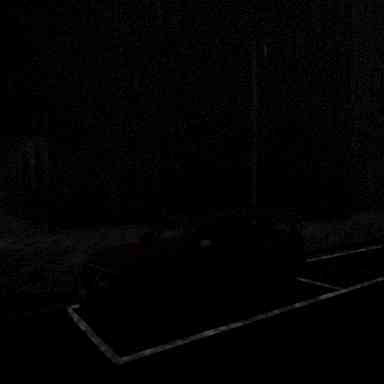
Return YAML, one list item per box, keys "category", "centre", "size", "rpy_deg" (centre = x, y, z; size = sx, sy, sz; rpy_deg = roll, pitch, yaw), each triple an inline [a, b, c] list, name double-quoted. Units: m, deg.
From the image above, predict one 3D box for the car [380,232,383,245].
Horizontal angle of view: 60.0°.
- category: "car"
  centre: [9.308, 1.525, 13.289]
  size: [4.829, 1.417, 1.752]
  rpy_deg: [0, 0, -35]

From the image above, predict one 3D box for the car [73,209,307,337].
- category: "car"
  centre: [0.269, 1.315, 6.842]
  size: [5.009, 1.841, 2.192]
  rpy_deg: [0, 0, -36]
